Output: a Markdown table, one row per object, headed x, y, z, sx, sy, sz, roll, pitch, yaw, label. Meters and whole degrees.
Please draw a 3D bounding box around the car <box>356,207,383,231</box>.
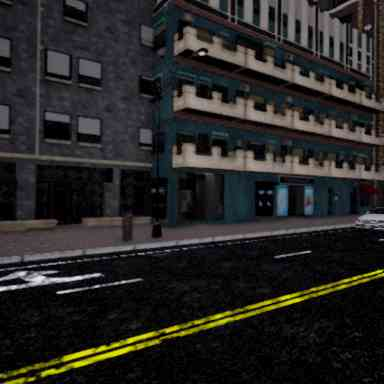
| x | y | z | sx | sy | sz | roll | pitch | yaw | label |
| --- | --- | --- | --- | --- | --- | --- | --- | --- | --- |
| 11.790 | 1.610 | 20.075 | 4.674 | 1.442 | 1.812 | 0 | 0 | -35 | car |
